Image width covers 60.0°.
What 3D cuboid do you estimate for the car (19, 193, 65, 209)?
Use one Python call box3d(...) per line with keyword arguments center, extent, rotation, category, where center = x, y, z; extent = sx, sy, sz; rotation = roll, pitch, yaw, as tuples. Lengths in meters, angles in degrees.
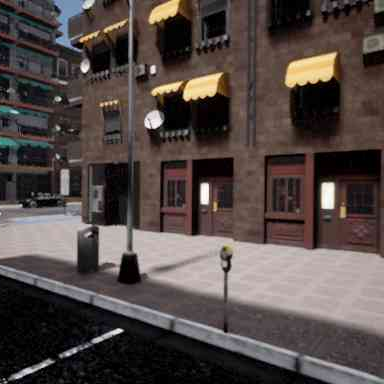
box3d(center=(-14.433, 0.811, 32.292), extent=(1.947, 1.339, 4.313), rotation=(2, 2, 35), category="car")
